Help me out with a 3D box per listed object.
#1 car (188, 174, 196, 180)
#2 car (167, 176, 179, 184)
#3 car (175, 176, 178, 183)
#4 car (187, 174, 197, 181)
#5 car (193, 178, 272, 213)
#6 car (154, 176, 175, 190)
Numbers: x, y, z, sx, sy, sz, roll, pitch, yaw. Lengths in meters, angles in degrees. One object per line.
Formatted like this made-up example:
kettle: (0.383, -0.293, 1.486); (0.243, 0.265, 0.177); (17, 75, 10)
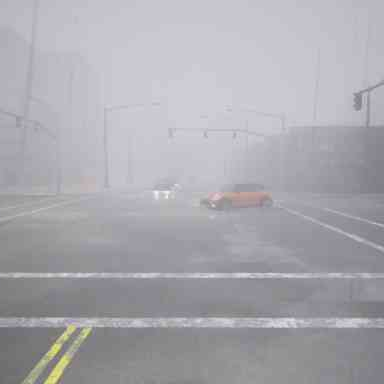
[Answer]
car: (0.022, -3.701, 80.733); (2.033, 1.411, 5.357); (0, 4, 0)
car: (-3.549, -2.281, 61.457); (1.895, 1.301, 4.718); (0, 4, 0)
car: (-3.580, -1.694, 51.338); (1.837, 1.490, 4.892); (0, 4, 0)
car: (0.020, -2.975, 70.906); (1.994, 1.385, 4.181); (0, 4, 0)
car: (2.715, 0.216, 20.797); (4.553, 1.767, 2.097); (-2, 5, -26)
car: (-3.587, -0.965, 41.432); (1.994, 1.385, 4.181); (0, 4, 0)
